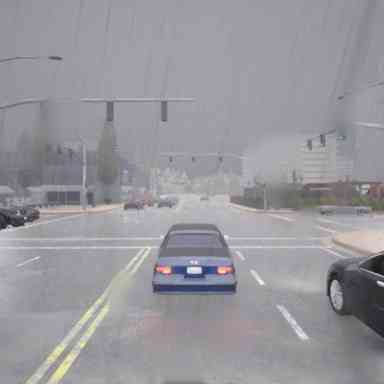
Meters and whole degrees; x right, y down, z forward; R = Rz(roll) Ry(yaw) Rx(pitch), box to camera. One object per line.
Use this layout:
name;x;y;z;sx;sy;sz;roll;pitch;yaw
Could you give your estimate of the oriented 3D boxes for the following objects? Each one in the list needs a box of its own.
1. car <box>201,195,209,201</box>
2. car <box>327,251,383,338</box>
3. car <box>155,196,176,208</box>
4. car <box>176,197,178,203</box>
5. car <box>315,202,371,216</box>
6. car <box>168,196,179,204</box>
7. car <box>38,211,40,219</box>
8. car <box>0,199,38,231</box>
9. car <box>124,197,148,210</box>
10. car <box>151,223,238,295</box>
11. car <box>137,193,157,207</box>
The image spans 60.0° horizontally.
car;3.222;1.543;84.560;1.994;1.385;4.181;0;0;0
car;3.547;1.504;4.636;1.837;1.490;4.892;0;0;0
car;-3.755;1.596;47.558;1.895;1.301;4.718;0;0;0
car;-3.771;1.485;56.828;2.128;1.511;4.902;0;0;0
car;14.343;1.597;31.804;4.718;1.301;1.895;0;0;1
car;-3.748;1.557;66.695;1.994;1.385;4.181;0;0;0
car;-13.741;1.475;24.135;5.008;1.535;1.882;0;0;-5
car;-12.693;1.220;20.094;5.566;2.045;2.150;0;0;4
car;-7.287;1.596;42.252;1.895;1.301;4.718;0;0;1
car;0.053;1.546;8.881;2.033;1.411;5.357;0;0;0
car;-7.260;1.216;51.896;2.150;2.045;5.566;0;0;0
